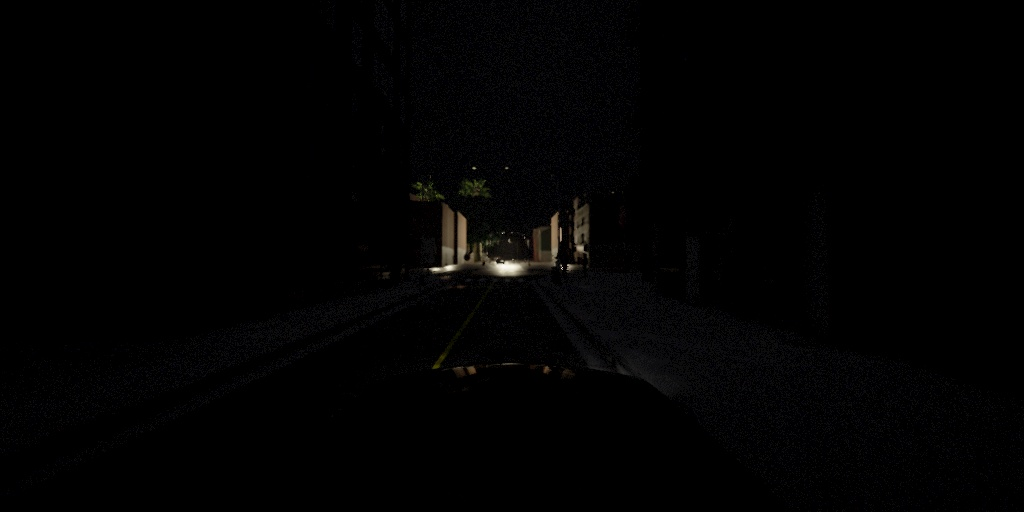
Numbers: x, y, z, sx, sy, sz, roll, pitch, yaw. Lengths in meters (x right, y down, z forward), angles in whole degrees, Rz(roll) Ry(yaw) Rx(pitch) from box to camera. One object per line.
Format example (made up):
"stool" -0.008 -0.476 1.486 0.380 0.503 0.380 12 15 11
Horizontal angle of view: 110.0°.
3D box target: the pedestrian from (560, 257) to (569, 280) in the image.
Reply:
"pedestrian" 3.888 0.889 26.580 0.375 1.860 0.375 1 -1 0

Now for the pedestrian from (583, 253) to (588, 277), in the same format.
"pedestrian" 5.510 0.696 27.185 0.375 1.860 0.375 1 -1 0

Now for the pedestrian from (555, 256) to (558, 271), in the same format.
"pedestrian" 3.510 0.880 27.781 0.375 1.860 0.375 1 -1 0
